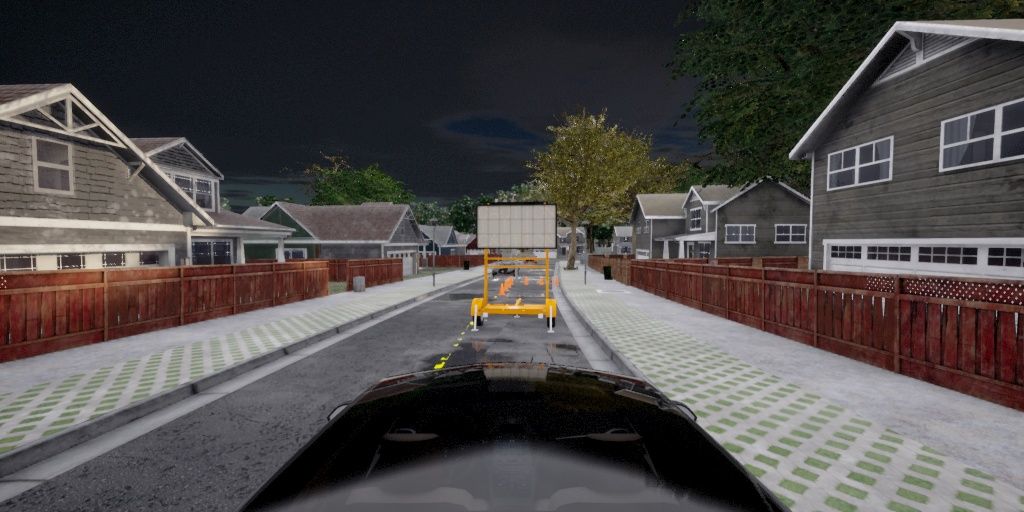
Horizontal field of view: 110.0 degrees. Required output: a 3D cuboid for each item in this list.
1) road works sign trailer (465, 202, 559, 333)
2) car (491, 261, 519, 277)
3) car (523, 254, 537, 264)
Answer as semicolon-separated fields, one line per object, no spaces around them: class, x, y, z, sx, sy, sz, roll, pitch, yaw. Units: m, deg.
road works sign trailer;0.144;0.191;10.788;2.380;3.560;2.880;0;0;5
car;-0.549;1.106;32.036;1.994;1.385;4.181;0;1;7
car;3.019;0.440;58.916;2.097;1.767;4.553;0;1;7
